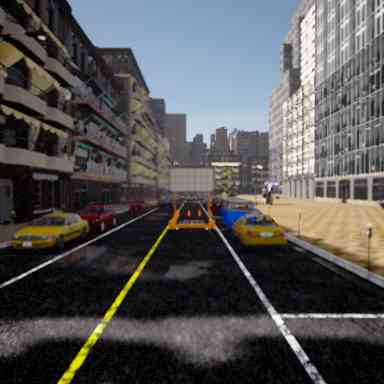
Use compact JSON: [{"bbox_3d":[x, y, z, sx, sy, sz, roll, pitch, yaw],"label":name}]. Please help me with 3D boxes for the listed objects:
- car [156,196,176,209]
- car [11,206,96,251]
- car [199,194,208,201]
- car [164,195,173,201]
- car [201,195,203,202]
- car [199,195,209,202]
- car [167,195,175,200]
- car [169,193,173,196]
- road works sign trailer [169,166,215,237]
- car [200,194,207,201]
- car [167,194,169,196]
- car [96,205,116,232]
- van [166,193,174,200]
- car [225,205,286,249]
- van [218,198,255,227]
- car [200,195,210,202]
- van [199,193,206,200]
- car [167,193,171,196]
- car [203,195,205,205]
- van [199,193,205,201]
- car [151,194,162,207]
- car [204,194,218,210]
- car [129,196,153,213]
[{"bbox_3d":[-3.096,1.491,42.563,1.895,1.301,4.718,0,0,0],"label":"car"},{"bbox_3d":[-5.698,1.483,13.921,1.752,1.417,4.829,0,0,0],"label":"car"},{"bbox_3d":[2.669,1.267,80.411,1.967,1.590,4.097,0,0,0],"label":"car"},{"bbox_3d":[-5.710,1.372,80.410,1.887,1.381,4.507,0,0,0],"label":"car"},{"bbox_3d":[2.676,1.462,47.252,1.802,1.307,4.206,0,0,0],"label":"car"},{"bbox_3d":[2.671,1.399,74.885,1.947,1.339,4.313,0,0,0],"label":"car"},{"bbox_3d":[-5.712,1.397,91.463,1.802,1.307,4.206,0,0,0],"label":"car"},{"bbox_3d":[-5.709,1.281,69.356,1.967,1.590,4.097,0,0,0],"label":"car"},{"bbox_3d":[-0.005,0.412,17.613,2.380,3.560,2.880,0,0,0],"label":"road works sign trailer"},{"bbox_3d":[2.675,1.451,52.778,1.802,1.307,4.206,0,0,0],"label":"car"},{"bbox_3d":[-5.706,1.410,58.304,2.008,1.369,4.403,0,0,0],"label":"car"},{"bbox_3d":[-5.699,1.487,19.617,1.887,1.381,4.507,0,0,0],"label":"car"},{"bbox_3d":[-5.713,1.162,85.937,1.690,1.788,3.998,0,0,0],"label":"van"},{"bbox_3d":[2.682,1.482,14.262,1.752,1.417,4.829,0,0,0],"label":"car"},{"bbox_3d":[2.680,1.283,19.617,1.690,1.788,3.998,0,0,0],"label":"van"},{"bbox_3d":[2.672,1.366,69.527,1.752,1.417,4.829,0,0,0],"label":"car"},{"bbox_3d":[2.667,1.162,85.939,1.690,1.788,3.998,0,0,0],"label":"van"},{"bbox_3d":[-5.707,1.401,63.831,2.008,1.369,4.403,0,0,0],"label":"car"},{"bbox_3d":[2.677,1.417,41.895,1.752,1.417,4.829,0,0,0],"label":"car"},{"bbox_3d":[2.672,1.191,63.831,1.690,1.788,3.998,0,0,0],"label":"van"},{"bbox_3d":[-5.705,1.406,47.081,1.752,1.417,4.829,0,0,0],"label":"car"},{"bbox_3d":[2.677,1.343,36.198,1.967,1.590,4.097,0,0,0],"label":"car"},{"bbox_3d":[-5.702,1.448,36.197,1.887,1.381,4.507,0,0,0],"label":"car"}]
